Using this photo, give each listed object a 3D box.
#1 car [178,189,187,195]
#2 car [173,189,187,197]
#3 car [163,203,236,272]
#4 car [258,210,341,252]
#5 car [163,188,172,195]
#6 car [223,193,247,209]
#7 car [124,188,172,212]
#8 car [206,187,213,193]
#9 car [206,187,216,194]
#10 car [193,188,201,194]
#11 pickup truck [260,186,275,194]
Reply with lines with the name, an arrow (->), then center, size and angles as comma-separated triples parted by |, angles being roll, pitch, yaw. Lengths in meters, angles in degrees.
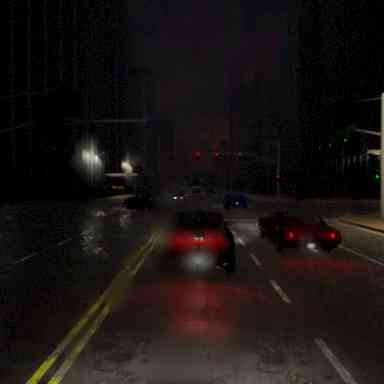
car -> -2.280, -0.050, 79.371 | 1.895, 1.301, 4.718 | 0, 1, 1
car -> -2.540, 0.238, 63.923 | 1.994, 1.385, 4.181 | 0, 1, 1
car -> 0.217, 1.293, 10.049 | 1.837, 1.490, 4.892 | 0, 1, 1
car -> 3.771, 1.339, 12.609 | 1.895, 1.301, 4.718 | 0, 1, 1
car -> -5.779, -0.149, 79.499 | 1.837, 1.490, 4.892 | 0, 1, 1
car -> 4.085, 0.810, 32.206 | 1.882, 1.535, 5.008 | 0, 1, 1
car -> -4.089, 0.744, 29.205 | 2.097, 1.767, 4.553 | -1, 2, -42
car -> 4.913, -0.552, 91.878 | 1.812, 1.442, 4.674 | 0, 1, 1
car -> 4.760, -0.153, 81.899 | 1.994, 1.385, 4.181 | 0, 1, 1
car -> 1.254, -0.201, 81.554 | 1.837, 1.490, 4.892 | 0, 1, 1
pickup truck -> 17.809, -0.531, 77.123 | 2.390, 2.098, 6.274 | 1, 1, 31
